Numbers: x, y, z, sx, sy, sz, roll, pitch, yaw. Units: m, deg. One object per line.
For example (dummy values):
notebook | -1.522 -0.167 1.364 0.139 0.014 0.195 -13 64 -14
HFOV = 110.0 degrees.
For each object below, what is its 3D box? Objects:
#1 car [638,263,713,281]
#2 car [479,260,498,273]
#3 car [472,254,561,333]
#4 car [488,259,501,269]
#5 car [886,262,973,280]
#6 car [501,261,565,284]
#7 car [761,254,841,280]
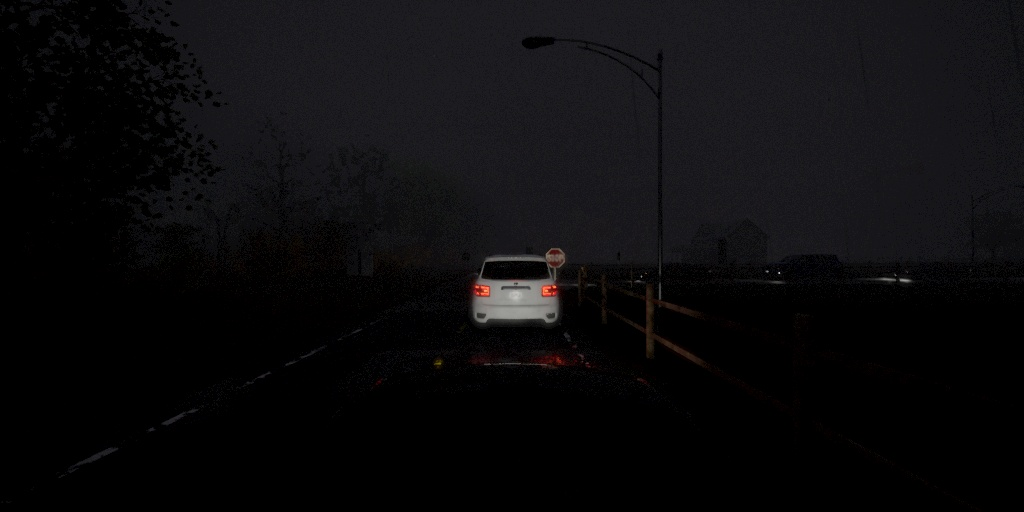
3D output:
car | 12.993 1.243 28.620 5.357 1.411 2.033 0 0 0
car | -2.836 1.275 44.154 2.033 1.411 5.357 0 0 0
car | 0.098 0.971 10.831 2.150 2.045 5.566 0 0 0
car | -2.812 1.230 58.220 1.812 1.442 4.674 0 0 0
car | 33.647 1.153 28.930 5.357 1.411 2.033 0 0 0
car | 1.575 1.233 28.349 4.902 1.511 2.128 0 1 44
car | 23.221 0.873 28.768 5.566 2.045 2.150 0 0 -1
